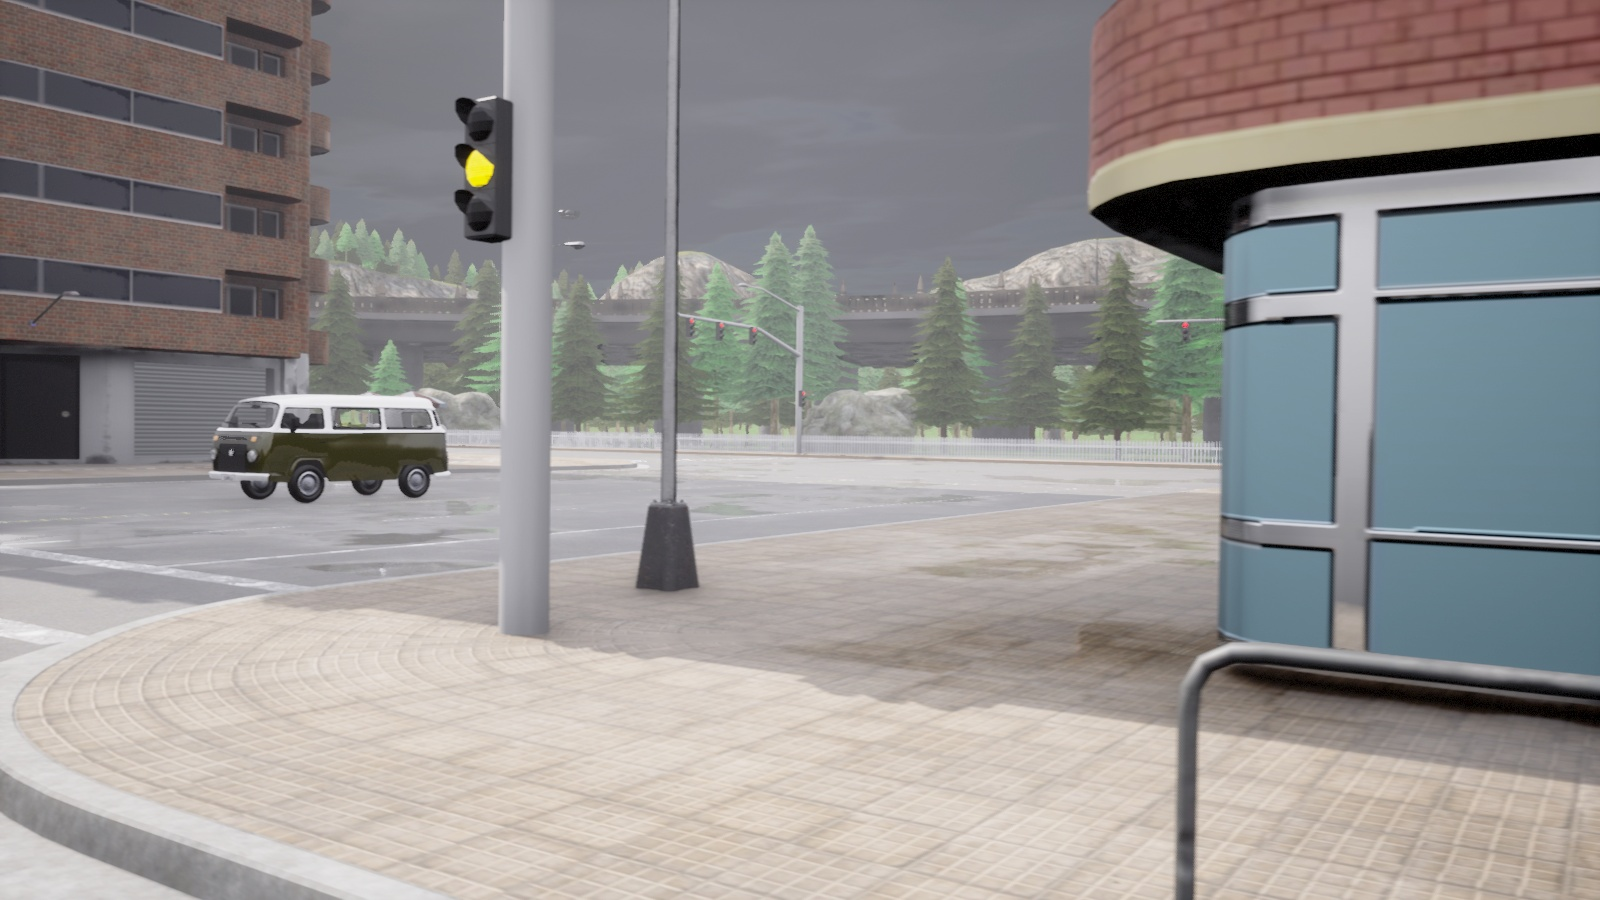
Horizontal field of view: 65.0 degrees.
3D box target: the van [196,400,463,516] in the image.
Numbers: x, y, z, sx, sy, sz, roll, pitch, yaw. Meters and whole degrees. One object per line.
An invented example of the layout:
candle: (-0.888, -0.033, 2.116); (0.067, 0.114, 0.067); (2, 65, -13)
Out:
van: (-9.018, 0.094, 24.454); (2.069, 2.038, 4.480); (0, 1, 34)
